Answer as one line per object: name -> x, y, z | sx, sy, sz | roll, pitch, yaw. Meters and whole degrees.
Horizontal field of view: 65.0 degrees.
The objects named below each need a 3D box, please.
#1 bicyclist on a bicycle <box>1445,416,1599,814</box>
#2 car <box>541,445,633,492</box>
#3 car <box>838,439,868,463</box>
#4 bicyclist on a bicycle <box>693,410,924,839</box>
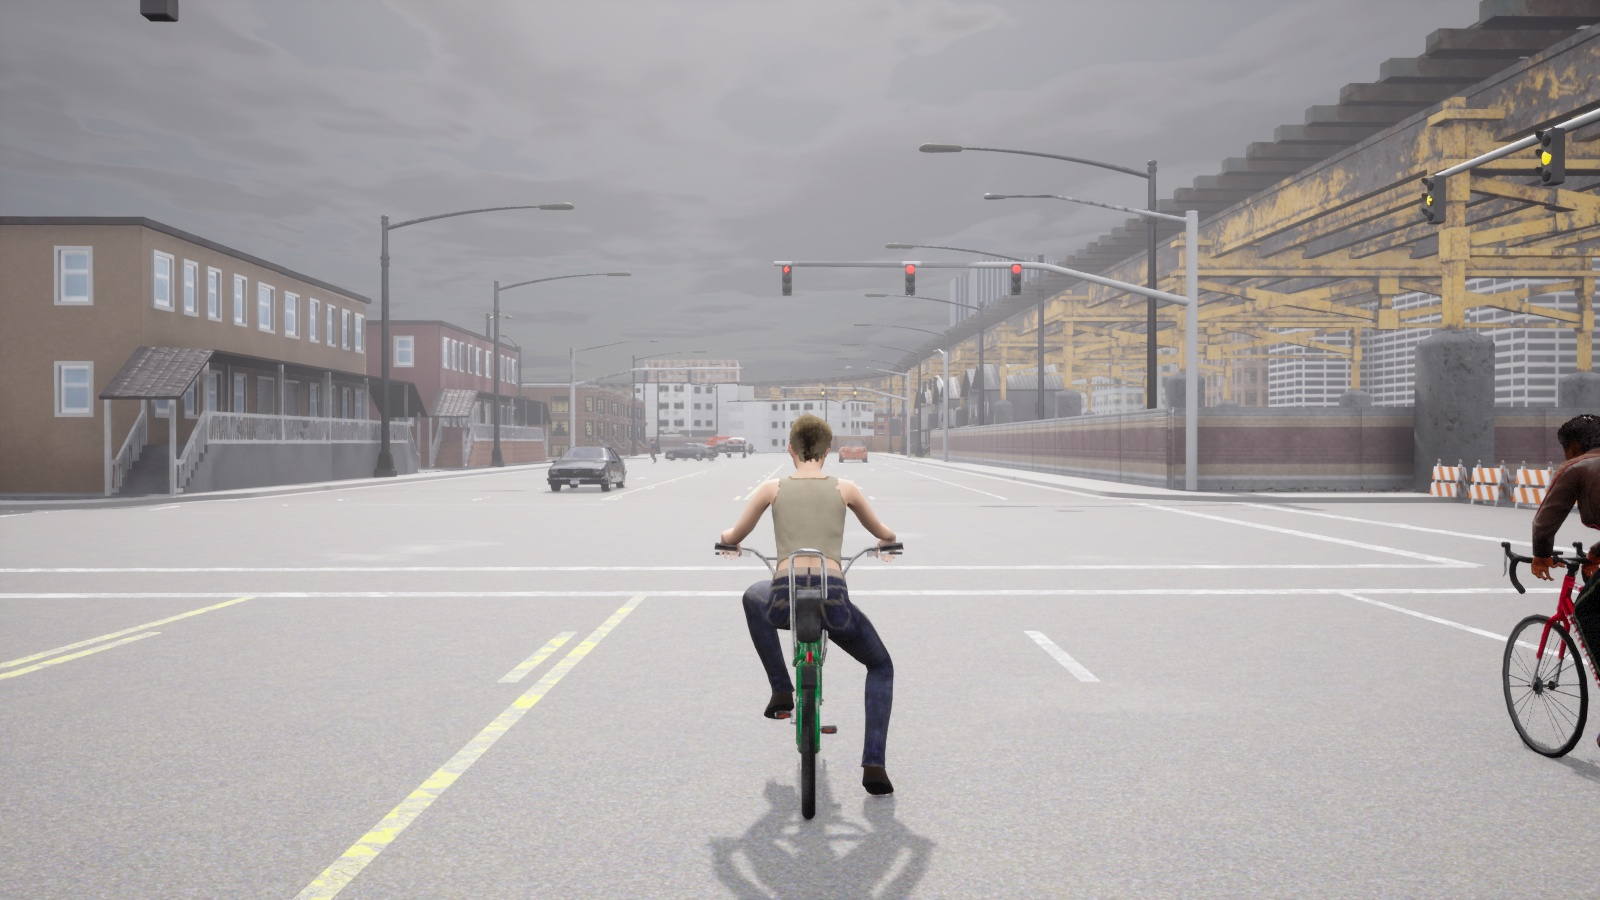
bicyclist on a bicycle -> 3.545, 0.671, 5.511 | 0.582, 1.620, 1.656 | 0, 0, 0
car -> -6.773, 0.560, 40.534 | 2.033, 1.411, 5.357 | 0, 0, 0
car -> 4.016, 0.067, 95.899 | 2.097, 1.767, 4.553 | 0, 0, 0
bicyclist on a bicycle -> 0.038, 0.652, 5.474 | 0.866, 1.612, 1.509 | 0, 0, 0
